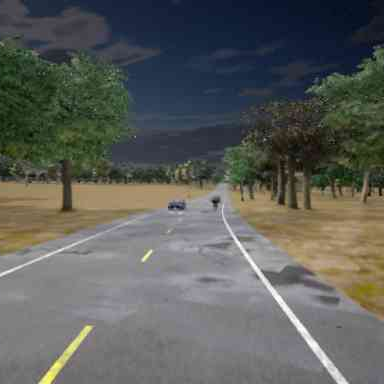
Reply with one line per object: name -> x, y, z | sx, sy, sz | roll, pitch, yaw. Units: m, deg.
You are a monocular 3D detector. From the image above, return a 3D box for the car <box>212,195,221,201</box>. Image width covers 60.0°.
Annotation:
car -> 5.701, 1.374, 77.099 | 2.033, 1.411, 5.357 | 0, 0, 6

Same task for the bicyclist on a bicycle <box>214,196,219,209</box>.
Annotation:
bicyclist on a bicycle -> 3.144, 1.395, 42.888 | 0.582, 1.620, 1.656 | 0, 0, 6

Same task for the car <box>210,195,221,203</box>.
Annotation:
car -> 4.602, 1.366, 66.192 | 2.128, 1.511, 4.902 | 0, 0, 7

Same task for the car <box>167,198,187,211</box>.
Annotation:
car -> -1.699, 1.482, 40.073 | 2.033, 1.411, 5.357 | 0, 0, 5

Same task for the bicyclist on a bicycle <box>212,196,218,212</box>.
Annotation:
bicyclist on a bicycle -> 2.356, 1.332, 33.988 | 0.659, 1.776, 1.843 | 0, 0, 4
